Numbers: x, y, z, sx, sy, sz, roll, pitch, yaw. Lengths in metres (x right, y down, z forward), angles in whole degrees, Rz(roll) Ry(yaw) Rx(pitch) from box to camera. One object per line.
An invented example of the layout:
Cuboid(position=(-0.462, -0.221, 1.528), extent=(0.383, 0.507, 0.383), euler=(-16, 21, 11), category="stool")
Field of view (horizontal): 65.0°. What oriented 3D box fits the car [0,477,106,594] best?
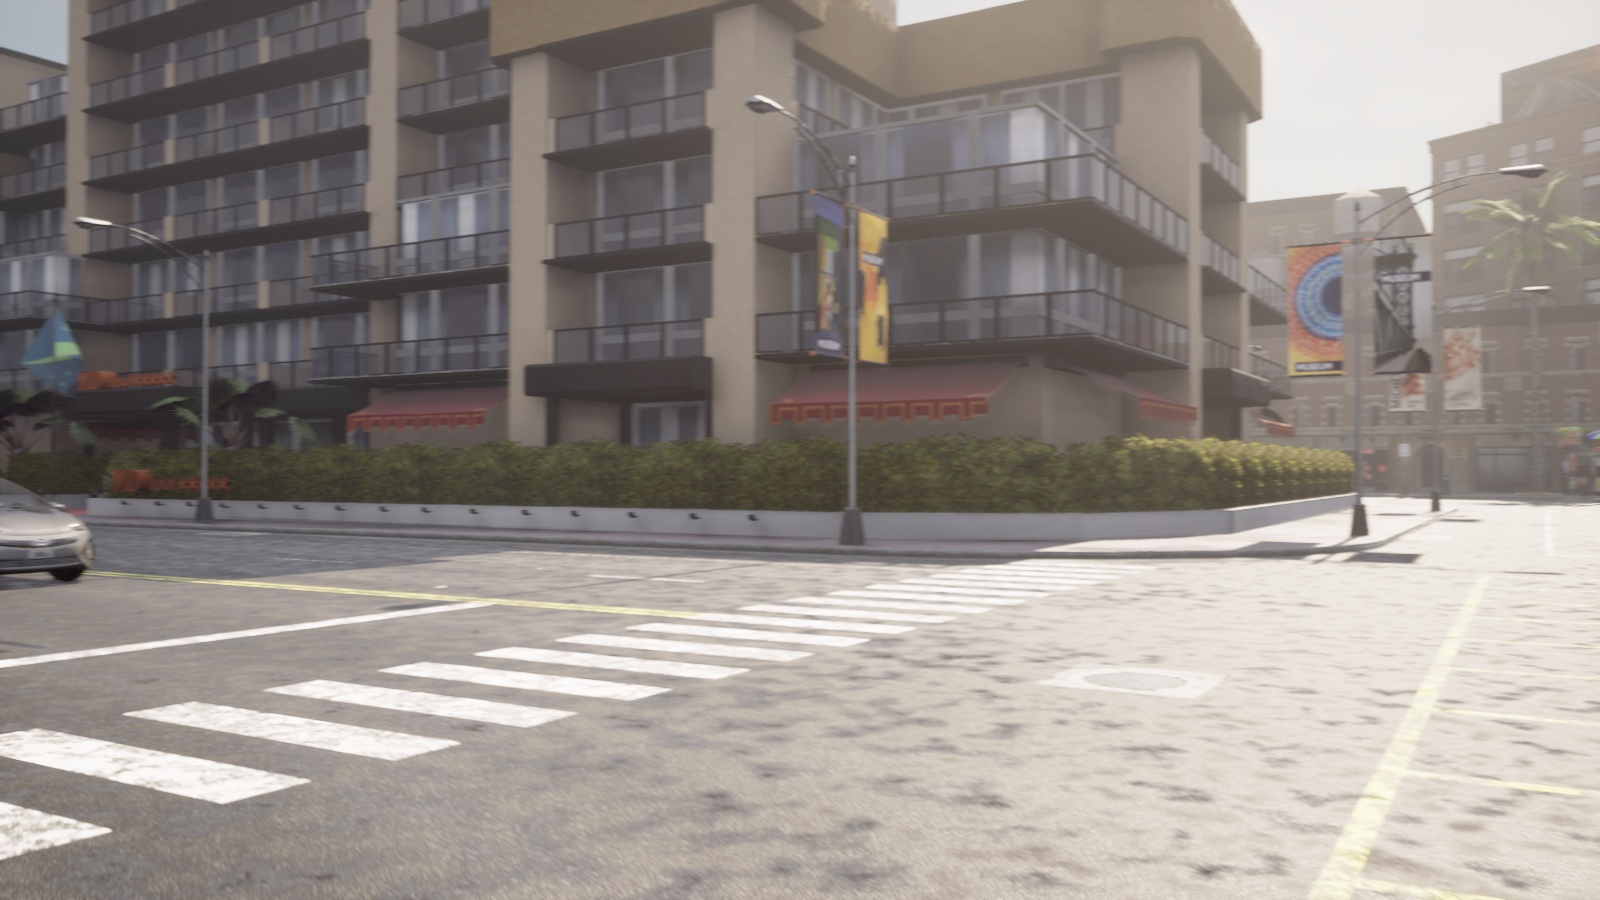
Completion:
Cuboid(position=(-12.268, 1.166, 18.003), extent=(4.514, 1.525, 2.007), euler=(-1, -1, 30), category="car")
